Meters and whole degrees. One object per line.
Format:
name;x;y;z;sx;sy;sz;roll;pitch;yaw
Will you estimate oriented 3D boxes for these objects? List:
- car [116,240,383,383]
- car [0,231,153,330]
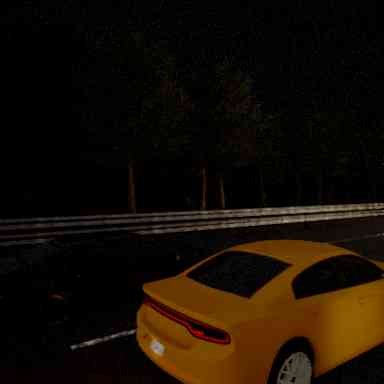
car;1.650;1.469;4.924;5.008;1.535;1.882;0;0;-35
car;-1.636;1.541;6.879;5.357;1.411;2.033;0;0;-35
